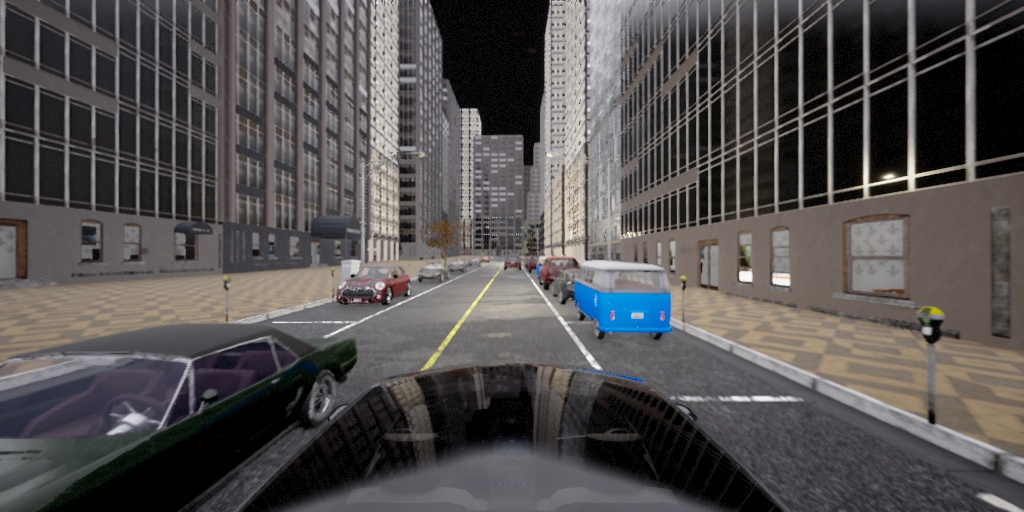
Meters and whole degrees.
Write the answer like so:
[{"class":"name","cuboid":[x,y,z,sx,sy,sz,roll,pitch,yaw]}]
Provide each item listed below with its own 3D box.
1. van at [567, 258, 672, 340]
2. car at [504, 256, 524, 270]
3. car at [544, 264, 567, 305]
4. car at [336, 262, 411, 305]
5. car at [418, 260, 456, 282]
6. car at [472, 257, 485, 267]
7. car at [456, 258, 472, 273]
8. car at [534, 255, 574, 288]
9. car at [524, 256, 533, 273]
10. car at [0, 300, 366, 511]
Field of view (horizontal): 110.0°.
[{"class":"van","cuboid":[2.691,1.040,9.560,1.690,1.789,3.998,0,0,0]},{"class":"car","cuboid":[0.097,0.808,45.961,2.097,1.767,4.553,0,0,0]},{"class":"car","cuboid":[2.690,1.213,15.202,2.007,1.370,4.403,0,0,0]},{"class":"car","cuboid":[-5.689,1.102,15.173,1.967,1.591,4.097,0,0,0]},{"class":"car","cuboid":[-5.691,1.138,26.458,2.007,1.370,4.403,0,0,0]},{"class":"car","cuboid":[-5.693,0.947,54.671,2.007,1.370,4.403,0,0,0]},{"class":"car","cuboid":[-5.692,1.062,37.743,2.007,1.370,4.403,0,0,0]},{"class":"car","cuboid":[2.690,0.940,20.843,2.192,1.841,5.009,0,0,0]},{"class":"car","cuboid":[2.690,0.826,37.767,2.192,1.841,5.009,0,0,0]},{"class":"car","cuboid":[-3.101,1.343,2.833,1.895,1.301,4.718,0,0,0]}]
